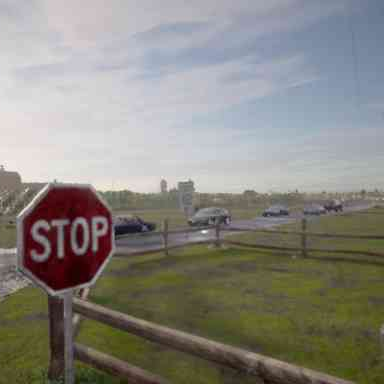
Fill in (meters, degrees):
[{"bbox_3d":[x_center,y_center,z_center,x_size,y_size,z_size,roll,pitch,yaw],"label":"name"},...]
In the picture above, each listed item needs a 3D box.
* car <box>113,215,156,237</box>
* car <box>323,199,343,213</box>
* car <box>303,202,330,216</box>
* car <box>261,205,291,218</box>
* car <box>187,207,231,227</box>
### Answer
[{"bbox_3d":[-4.263,2.010,18.917,1.895,1.301,4.718,-2,-2,35],"label":"car"},{"bbox_3d":[21.442,2.102,50.907,2.150,2.045,5.566,-2,-2,35],"label":"car"},{"bbox_3d":[15.773,2.306,42.667,1.994,1.385,4.181,-2,-2,36],"label":"car"},{"bbox_3d":[10.083,2.294,39.515,2.033,1.411,5.357,-2,-2,35],"label":"car"},{"bbox_3d":[1.457,2.047,27.145,1.837,1.490,4.892,-2,-2,35],"label":"car"}]
